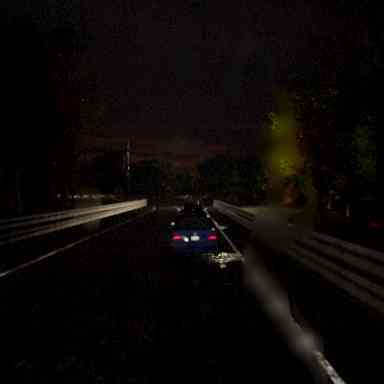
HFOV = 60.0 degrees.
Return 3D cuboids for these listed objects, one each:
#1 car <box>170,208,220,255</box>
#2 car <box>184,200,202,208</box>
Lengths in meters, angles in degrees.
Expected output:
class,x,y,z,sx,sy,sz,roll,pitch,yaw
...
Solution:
class,x,y,z,sx,sy,sz,roll,pitch,yaw
car,0.104,1.611,13.653,2.033,1.411,5.357,0,0,0
car,0.116,1.664,36.849,2.128,1.511,4.902,0,0,0
